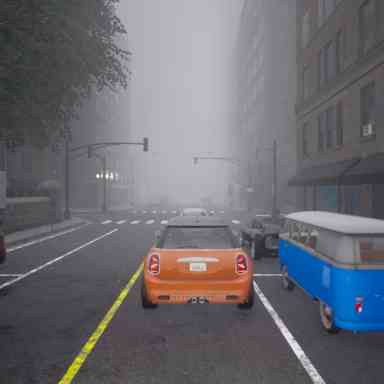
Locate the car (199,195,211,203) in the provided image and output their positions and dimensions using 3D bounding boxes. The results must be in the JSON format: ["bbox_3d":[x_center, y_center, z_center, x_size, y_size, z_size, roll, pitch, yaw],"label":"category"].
[{"bbox_3d":[2.858,1.409,66.518,1.967,1.590,4.097,0,0,0],"label":"car"}]

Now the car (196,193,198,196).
[{"bbox_3d":[2.860,1.506,93.930,1.752,1.417,4.829,0,0,0],"label":"car"}]

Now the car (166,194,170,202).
[{"bbox_3d":[-5.666,1.514,61.032,1.887,1.381,4.507,0,0,0],"label":"car"}]

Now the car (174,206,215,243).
[{"bbox_3d":[0.102,1.520,17.036,1.812,1.442,4.674,0,0,0],"label":"car"}]

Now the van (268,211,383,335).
[{"bbox_3d":[2.856,1.340,6.481,1.690,1.788,3.998,0,0,0],"label":"van"}]

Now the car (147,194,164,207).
[{"bbox_3d":[-5.667,1.497,49.960,1.752,1.417,4.829,0,0,0],"label":"car"}]

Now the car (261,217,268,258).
[{"bbox_3d":[2.857,1.563,12.141,1.947,1.339,4.313,0,0,0],"label":"car"}]

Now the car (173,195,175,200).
[{"bbox_3d":[-5.666,1.522,77.384,2.008,1.369,4.403,0,0,0],"label":"car"}]

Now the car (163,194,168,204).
[{"bbox_3d":[-5.666,1.521,55.580,2.008,1.369,4.403,0,0,0],"label":"car"}]

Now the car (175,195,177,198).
[{"bbox_3d":[-5.666,1.289,82.835,2.192,1.841,5.009,0,0,0],"label":"car"}]

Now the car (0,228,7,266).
[{"bbox_3d":[-5.668,1.314,6.441,2.192,1.841,5.009,0,0,0],"label":"car"}]

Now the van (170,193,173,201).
[{"bbox_3d":[-5.666,1.311,71.933,1.690,1.788,3.998,0,0,0],"label":"van"}]

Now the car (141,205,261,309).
[{"bbox_3d":[0.103,1.351,8.035,2.097,1.767,4.553,0,0,0],"label":"car"}]

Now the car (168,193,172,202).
[{"bbox_3d":[-5.666,1.514,66.482,1.887,1.381,4.507,0,0,0],"label":"car"}]
